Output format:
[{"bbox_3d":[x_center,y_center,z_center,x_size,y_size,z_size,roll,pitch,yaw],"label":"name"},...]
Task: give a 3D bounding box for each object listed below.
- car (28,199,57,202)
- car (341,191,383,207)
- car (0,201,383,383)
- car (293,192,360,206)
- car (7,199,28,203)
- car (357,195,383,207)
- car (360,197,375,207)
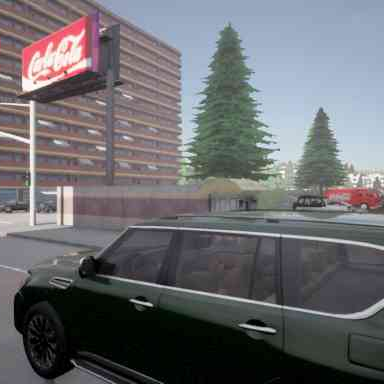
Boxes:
[{"bbox_3d":[-14.865,1.564,35.843,1.994,1.385,4.181,0,0,35],"label":"car"},{"bbox_3d":[23.053,1.117,44.819,4.605,1.855,1.932,0,0,35],"label":"car"},{"bbox_3d":[0.225,1.222,3.832,5.566,2.045,2.150,0,0,35],"label":"car"},{"bbox_3d":[8.767,1.149,22.286,3.866,1.878,1.905,0,0,35],"label":"car"},{"bbox_3d":[-18.823,1.491,36.300,2.128,1.511,4.902,0,0,35],"label":"car"},{"bbox_3d":[26.174,1.285,48.098,3.988,1.617,1.851,0,0,35],"label":"car"},{"bbox_3d":[10.705,1.338,24.346,4.193,1.474,1.816,0,0,35],"label":"car"}]
